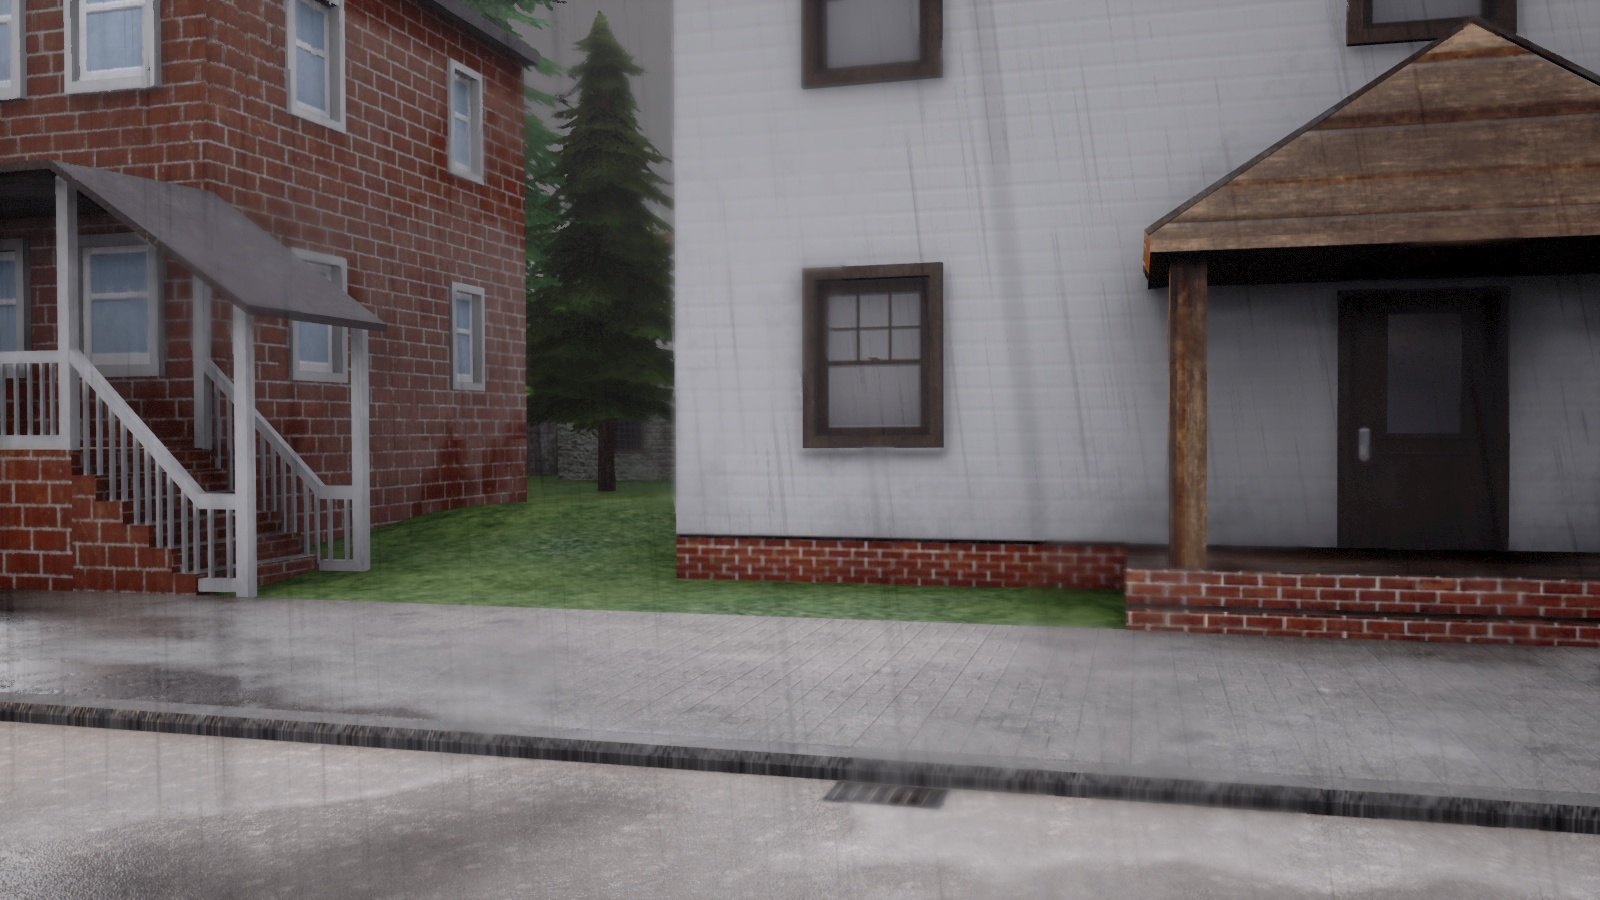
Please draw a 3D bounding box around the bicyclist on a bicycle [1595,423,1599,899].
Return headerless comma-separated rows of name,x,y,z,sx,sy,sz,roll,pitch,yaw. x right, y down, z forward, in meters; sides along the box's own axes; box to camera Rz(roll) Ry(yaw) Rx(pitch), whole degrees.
bicyclist on a bicycle,2.822,0.745,2.810,1.656,1.620,0.582,0,1,15
